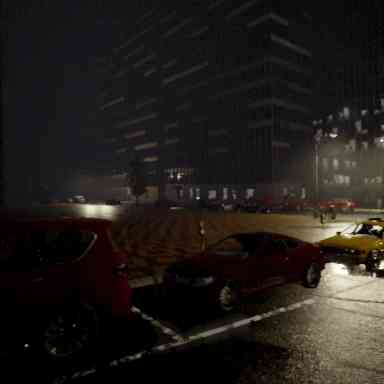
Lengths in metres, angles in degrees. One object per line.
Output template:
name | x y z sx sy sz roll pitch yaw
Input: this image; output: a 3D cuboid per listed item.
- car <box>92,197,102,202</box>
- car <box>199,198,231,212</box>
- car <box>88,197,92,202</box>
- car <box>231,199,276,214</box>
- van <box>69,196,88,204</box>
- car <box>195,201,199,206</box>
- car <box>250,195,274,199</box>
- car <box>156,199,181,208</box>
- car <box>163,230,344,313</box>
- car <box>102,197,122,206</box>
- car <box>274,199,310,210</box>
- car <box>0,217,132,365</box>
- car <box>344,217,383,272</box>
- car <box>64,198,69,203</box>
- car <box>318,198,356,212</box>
car | -23.506 1.935 86.546 1.947 1.339 4.313 -2 1 -41
car | 3.326 1.698 42.613 1.967 1.590 4.097 -2 1 -41
car | -27.197 1.944 90.824 1.887 1.381 4.507 -2 1 -41
car | 7.014 1.791 38.343 1.947 1.339 4.313 -2 1 -41
van | -26.157 1.852 76.784 1.690 1.788 3.998 -2 1 -41
car | 2.333 1.715 56.606 1.947 1.339 4.313 -2 1 -41
car | 9.708 1.400 48.046 2.192 1.841 5.009 -2 1 -41
car | -4.134 1.833 55.320 2.033 1.411 5.357 -2 1 -40
car | 1.355 1.581 7.542 4.206 1.307 1.802 0 -1 -35
car | -15.096 1.999 63.973 1.802 1.307 4.206 -2 1 -41
car | 13.407 1.634 43.774 1.802 1.307 4.206 -2 1 -41
car | -3.229 1.316 4.278 5.009 1.841 2.192 0 -1 -35
car | 5.795 1.523 10.711 4.829 1.417 1.752 0 -1 -35
car | -29.727 2.066 80.929 1.752 1.417 4.829 -2 1 -41
car | 17.096 1.460 39.496 1.967 1.590 4.097 -2 1 -41
